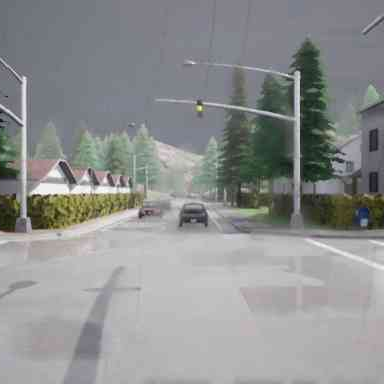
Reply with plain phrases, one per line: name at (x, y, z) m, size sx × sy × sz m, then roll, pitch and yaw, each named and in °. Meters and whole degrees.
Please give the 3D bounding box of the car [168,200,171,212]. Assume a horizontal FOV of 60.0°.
car at (-3.493, 1.593, 39.353) m, size 1.895 × 1.301 × 4.718 m, roll 0°, pitch 0°, yaw 0°

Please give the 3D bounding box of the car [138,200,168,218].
car at (-3.494, 1.558, 29.358) m, size 1.994 × 1.385 × 4.181 m, roll 0°, pitch 0°, yaw 0°

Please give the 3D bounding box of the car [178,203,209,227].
car at (0.101, 1.504, 22.881) m, size 1.837 × 1.490 × 4.892 m, roll 0°, pitch 0°, yaw 0°
